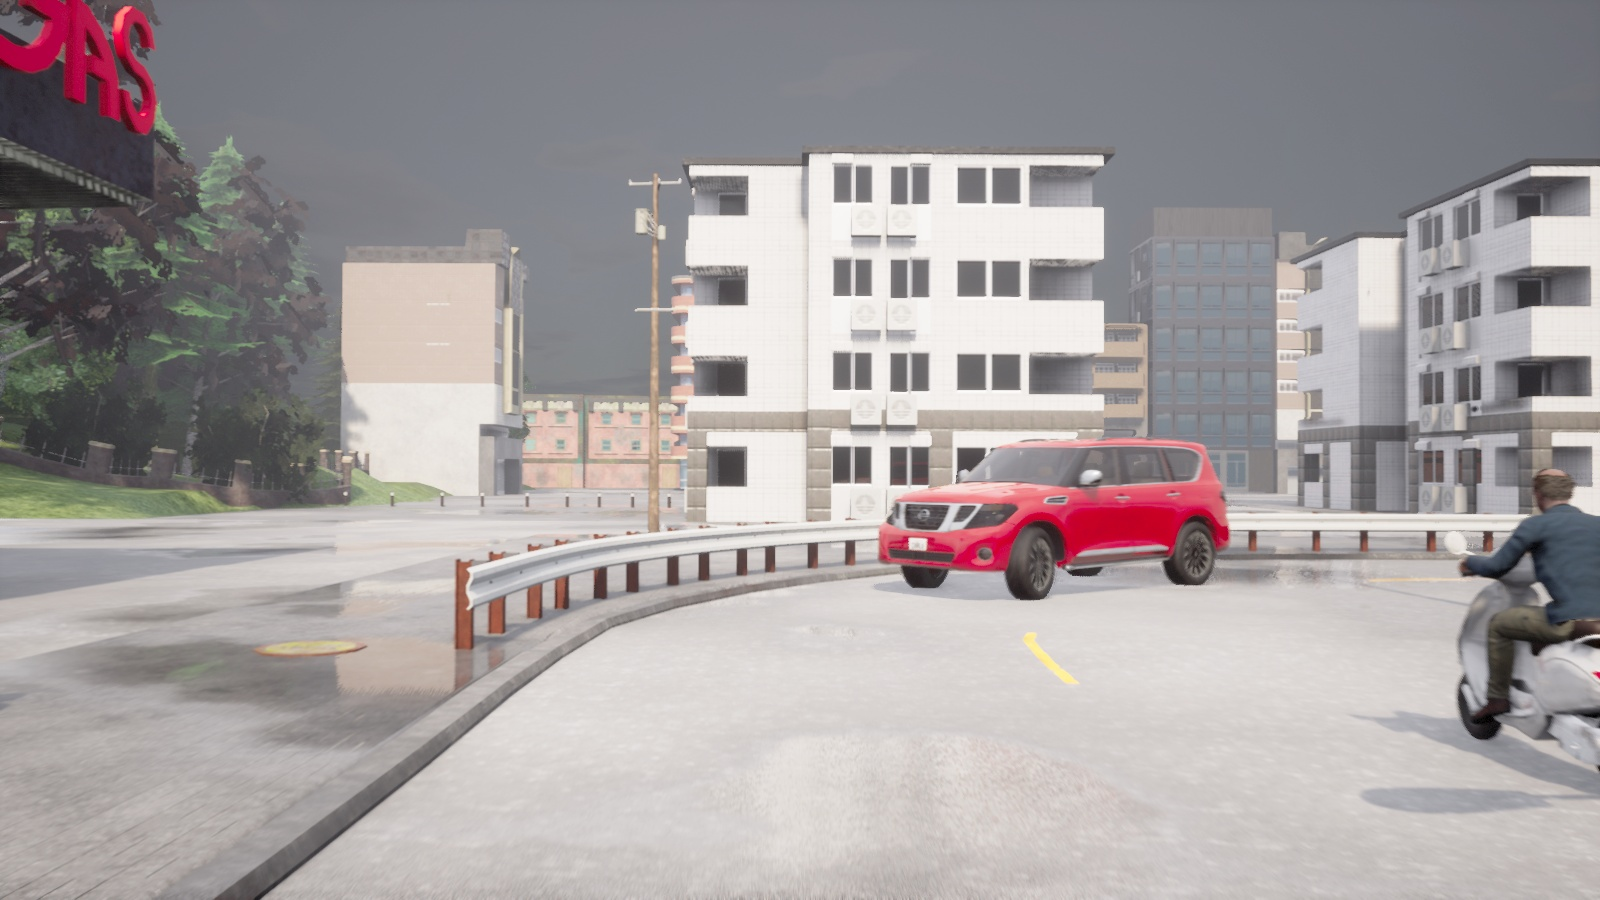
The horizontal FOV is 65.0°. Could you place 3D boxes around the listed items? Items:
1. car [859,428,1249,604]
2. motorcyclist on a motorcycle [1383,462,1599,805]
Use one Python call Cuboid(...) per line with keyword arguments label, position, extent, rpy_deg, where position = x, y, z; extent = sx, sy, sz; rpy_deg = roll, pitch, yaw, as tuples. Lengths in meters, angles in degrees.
Cuboid(label="car", position=(3.614, 0.809, 17.183), extent=(5.566, 2.045, 2.150), rpy_deg=(1, -1, -39))
Cuboid(label="motorcyclist on a motorcycle", position=(3.988, 0.865, 6.739), extent=(0.866, 1.590, 1.817), rpy_deg=(0, -1, 0))
